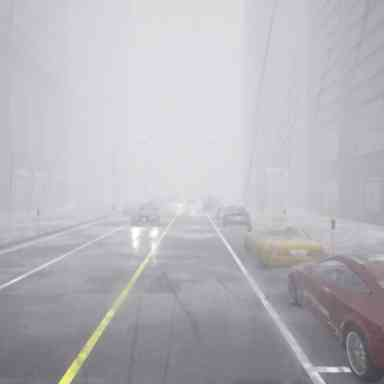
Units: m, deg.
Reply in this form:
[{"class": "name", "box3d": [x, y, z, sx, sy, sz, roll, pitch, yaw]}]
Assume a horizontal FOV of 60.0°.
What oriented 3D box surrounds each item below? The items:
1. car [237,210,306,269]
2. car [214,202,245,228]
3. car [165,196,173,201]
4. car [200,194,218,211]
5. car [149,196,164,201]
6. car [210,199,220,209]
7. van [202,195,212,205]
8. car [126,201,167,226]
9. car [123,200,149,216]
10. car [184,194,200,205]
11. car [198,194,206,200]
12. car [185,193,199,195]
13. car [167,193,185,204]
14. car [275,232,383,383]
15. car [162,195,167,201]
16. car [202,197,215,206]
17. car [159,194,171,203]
[{"class": "car", "box3d": [2.763, 1.528, 10.932, 1.752, 1.417, 4.829, 0, 0, 0]}, {"class": "car", "box3d": [2.763, 1.575, 22.000, 1.947, 1.339, 4.313, 0, 0, 0]}, {"class": "car", "box3d": [-5.763, 1.601, 83.787, 1.887, 1.381, 4.507, 0, 0, 0]}, {"class": "car", "box3d": [2.387, 1.376, 40.267, 2.097, 1.767, 4.553, 0, 0, 0]}, {"class": "car", "box3d": [-5.763, 1.572, 50.077, 1.887, 1.381, 4.507, 0, 0, 0]}, {"class": "car", "box3d": [2.762, 1.558, 27.618, 1.887, 1.381, 4.507, 0, 0, 0]}, {"class": "van", "box3d": [2.762, 1.377, 61.332, 1.690, 1.788, 3.998, 0, 0, 0]}, {"class": "car", "box3d": [-3.099, 1.574, 23.484, 1.994, 1.385, 4.181, 0, 0, 0]}, {"class": "car", "box3d": [-5.763, 1.598, 33.222, 1.802, 1.307, 4.206, 0, 0, 0]}, {"class": "car", "box3d": [0.000, 1.582, 58.888, 2.033, 1.411, 5.357, 0, 0, 0]}, {"class": "car", "box3d": [2.762, 1.384, 95.044, 2.192, 1.841, 5.009, 0, 0, 0]}, {"class": "car", "box3d": [0.000, 1.392, 79.197, 2.128, 1.511, 4.902, 0, 0, 0]}, {"class": "car", "box3d": [-3.014, 1.261, 64.674, 2.150, 2.045, 5.566, 0, 0, 0]}, {"class": "car", "box3d": [2.763, 1.583, 5.143, 1.802, 1.307, 4.206, 0, 0, 0]}, {"class": "car", "box3d": [-5.763, 1.597, 55.695, 1.947, 1.339, 4.313, 0, 0, 0]}, {"class": "car", "box3d": [2.762, 1.583, 55.712, 2.008, 1.369, 4.403, 0, 0, 0]}, {"class": "car", "box3d": [-5.763, 1.361, 72.550, 2.192, 1.841, 5.009, 0, 0, 0]}]
